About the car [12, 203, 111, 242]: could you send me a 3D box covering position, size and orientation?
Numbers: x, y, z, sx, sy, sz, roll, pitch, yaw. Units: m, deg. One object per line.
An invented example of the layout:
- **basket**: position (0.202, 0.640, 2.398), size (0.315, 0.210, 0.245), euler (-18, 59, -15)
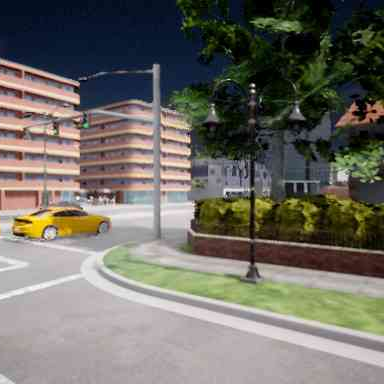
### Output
- **car**: position (-6.435, 1.519, 17.029), size (1.882, 1.535, 5.008), euler (0, 0, 36)

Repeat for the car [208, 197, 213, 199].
- **car**: position (3.160, 1.623, 55.883), size (2.033, 1.411, 5.357), euler (0, 0, 36)

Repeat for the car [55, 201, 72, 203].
- **car**: position (-13.199, 1.641, 33.422), size (1.994, 1.385, 4.181), euler (0, 0, 36)
